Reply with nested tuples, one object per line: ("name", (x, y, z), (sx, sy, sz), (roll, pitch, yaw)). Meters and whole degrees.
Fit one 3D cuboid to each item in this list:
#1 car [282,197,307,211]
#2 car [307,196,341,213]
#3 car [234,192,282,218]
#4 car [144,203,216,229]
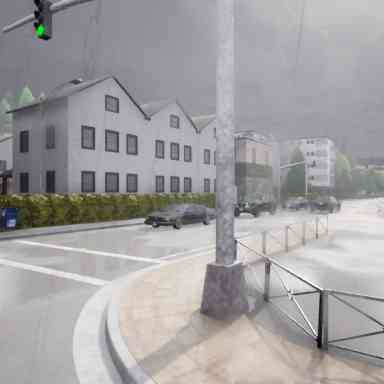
("car", (11.545, 1.304, 37.088), (2.128, 1.511, 4.902), (0, 0, 36))
("car", (13.679, 1.164, 33.783), (2.097, 1.767, 4.553), (0, 0, 35))
("car", (5.476, 1.034, 28.607), (2.150, 2.045, 5.566), (0, 0, 35))
("car", (-0.490, 1.360, 20.195), (2.033, 1.411, 5.357), (0, 0, 35))
